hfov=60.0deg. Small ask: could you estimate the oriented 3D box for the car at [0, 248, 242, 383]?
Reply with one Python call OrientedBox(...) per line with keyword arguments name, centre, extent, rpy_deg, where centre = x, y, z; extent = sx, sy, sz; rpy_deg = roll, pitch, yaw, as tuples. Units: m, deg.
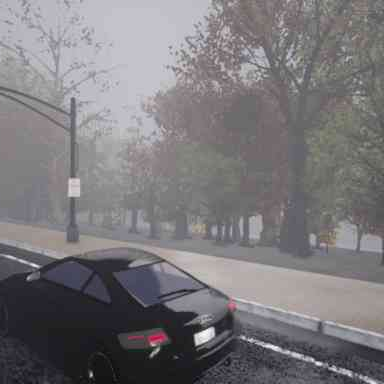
OrientedBox(name="car", centre=(-1.347, 1.565, 5.020), extent=(4.181, 1.385, 1.994), rpy_deg=(0, 0, 42))
